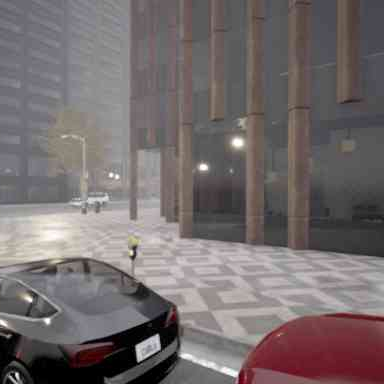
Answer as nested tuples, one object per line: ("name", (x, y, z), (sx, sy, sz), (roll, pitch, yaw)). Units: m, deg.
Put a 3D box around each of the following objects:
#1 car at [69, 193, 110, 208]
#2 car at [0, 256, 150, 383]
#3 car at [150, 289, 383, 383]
("car", (-13.687, 1.122, 44.884), (2.150, 2.045, 5.566), (0, 0, 35))
("car", (-2.117, 1.563, 4.478), (4.313, 1.339, 1.947), (0, 0, 36))
("car", (2.467, 1.316, 1.199), (5.009, 1.841, 2.192), (0, 0, 36))
